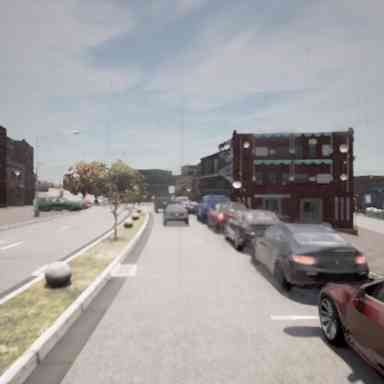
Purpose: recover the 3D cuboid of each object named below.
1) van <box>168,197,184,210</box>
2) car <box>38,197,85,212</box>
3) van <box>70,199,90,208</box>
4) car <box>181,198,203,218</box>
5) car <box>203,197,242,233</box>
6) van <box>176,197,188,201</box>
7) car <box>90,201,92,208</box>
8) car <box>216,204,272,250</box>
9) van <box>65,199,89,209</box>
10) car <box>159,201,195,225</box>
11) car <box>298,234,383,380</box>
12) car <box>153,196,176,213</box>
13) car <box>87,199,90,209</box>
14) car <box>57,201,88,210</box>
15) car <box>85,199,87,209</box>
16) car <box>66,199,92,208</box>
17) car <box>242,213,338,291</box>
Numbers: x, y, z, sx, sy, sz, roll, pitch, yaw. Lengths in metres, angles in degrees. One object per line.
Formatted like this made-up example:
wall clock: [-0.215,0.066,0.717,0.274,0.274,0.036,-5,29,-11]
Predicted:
van: [-2.582,1.862,52.944,1.878,1.987,4.442,0,-2,-11]
car: [-17.752,1.702,44.575,5.566,2.045,2.435,0,-1,-10]
van: [-26.637,2.769,78.920,4.442,1.987,1.878,0,-1,-18]
car: [0.277,1.729,36.438,2.002,1.452,4.674,0,-1,-8]
car: [2.153,1.370,19.894,2.185,1.767,4.553,0,0,-4]
van: [-1.518,1.708,47.511,1.878,1.987,4.442,0,-1,-10]
car: [-22.611,2.625,65.991,5.366,1.575,1.946,0,-2,-15]
car: [2.557,1.477,14.272,2.231,1.521,4.892,0,0,-3]
van: [-23.651,2.482,68.542,4.442,1.987,1.878,0,-2,-16]
car: [-1.273,1.606,24.884,2.033,1.411,5.357,0,-1,-6]
car: [2.977,1.506,3.340,2.163,1.488,4.792,0,0,-1]
car: [-3.723,1.576,42.891,2.150,2.045,5.566,0,-1,-10]
car: [-20.067,2.296,55.371,4.892,1.521,2.231,0,-2,-13]
car: [-20.740,2.411,58.017,4.792,1.488,2.163,0,-2,-13]
car: [-18.823,2.144,49.925,4.792,1.488,2.163,0,-2,-11]
car: [-25.926,2.676,76.266,5.566,2.045,2.435,0,-1,-18]
car: [2.824,1.515,8.857,2.002,1.452,4.674,0,0,-2]
